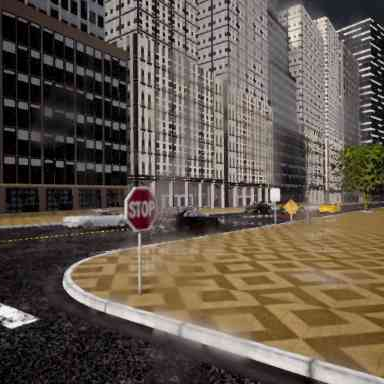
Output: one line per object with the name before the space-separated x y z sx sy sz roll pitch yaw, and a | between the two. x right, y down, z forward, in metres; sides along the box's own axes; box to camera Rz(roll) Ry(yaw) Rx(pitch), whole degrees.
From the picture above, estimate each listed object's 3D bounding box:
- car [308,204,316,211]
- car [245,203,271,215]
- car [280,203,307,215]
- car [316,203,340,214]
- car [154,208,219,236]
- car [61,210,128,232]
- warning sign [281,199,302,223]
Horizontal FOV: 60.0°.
car | 19.379 2.493 52.521 1.895 1.301 4.718 -1 -1 36
car | 8.656 2.183 43.494 1.882 1.535 5.008 -1 -1 37
car | 13.332 2.229 44.186 1.837 1.490 4.892 -1 -1 37
car | 19.625 2.267 47.188 1.882 1.535 5.008 -1 -1 36
car | -0.200 1.737 20.101 2.128 1.511 4.902 -1 -1 36
car | -6.453 1.892 22.903 1.895 1.301 4.718 -1 -1 36
warning sign | 7.953 1.495 26.567 1.300 1.860 1.060 0 0 36
